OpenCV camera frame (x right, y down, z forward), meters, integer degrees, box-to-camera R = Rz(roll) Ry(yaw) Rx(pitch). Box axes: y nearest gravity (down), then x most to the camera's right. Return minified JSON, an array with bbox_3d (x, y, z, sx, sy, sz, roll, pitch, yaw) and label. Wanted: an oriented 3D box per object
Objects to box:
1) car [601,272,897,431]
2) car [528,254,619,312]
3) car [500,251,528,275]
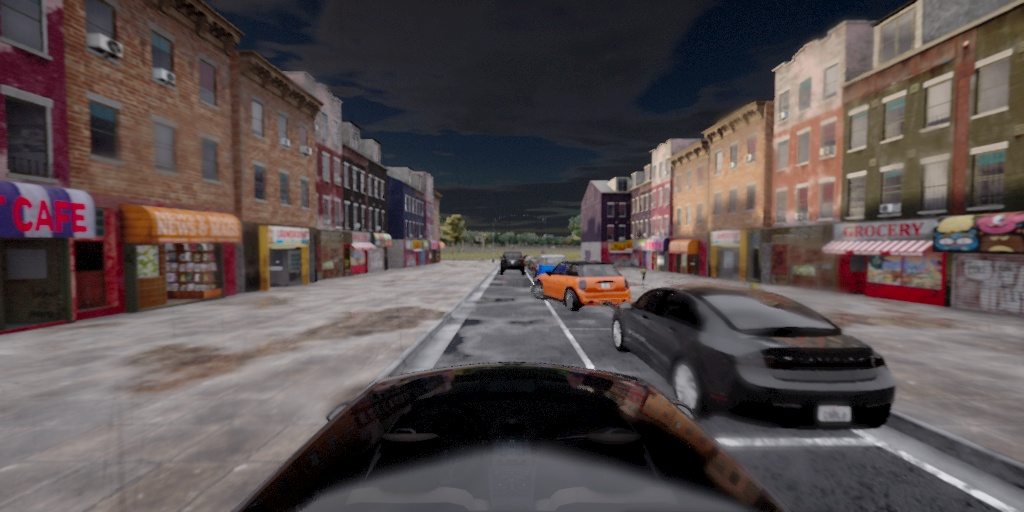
[{"bbox_3d":[3.019,1.199,5.774,1.837,1.490,4.892,0,1,0],"label":"car"},{"bbox_3d":[2.440,0.941,13.577,2.097,1.767,4.553,0,1,-16],"label":"car"},{"bbox_3d":[0.065,0.558,32.398,2.150,2.045,5.566,0,1,0],"label":"car"}]
